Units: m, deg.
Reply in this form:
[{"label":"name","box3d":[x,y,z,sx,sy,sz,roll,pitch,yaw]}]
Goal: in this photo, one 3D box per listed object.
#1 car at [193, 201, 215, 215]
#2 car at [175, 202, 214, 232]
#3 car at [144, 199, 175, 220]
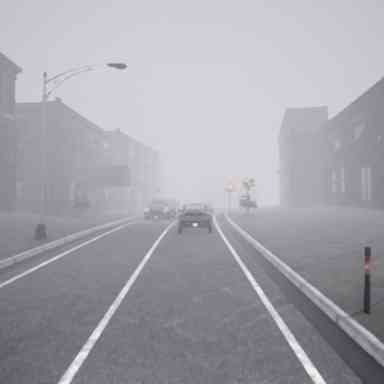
[{"label":"car","box3d":[1.429,1.785,37.837,2.033,1.411,5.357,0,-1,7]},{"label":"car","box3d":[0.213,1.433,19.424,1.837,1.490,4.892,0,0,1]},{"label":"car","box3d":[-2.615,1.376,27.730,2.097,1.767,4.553,0,-1,4]}]
